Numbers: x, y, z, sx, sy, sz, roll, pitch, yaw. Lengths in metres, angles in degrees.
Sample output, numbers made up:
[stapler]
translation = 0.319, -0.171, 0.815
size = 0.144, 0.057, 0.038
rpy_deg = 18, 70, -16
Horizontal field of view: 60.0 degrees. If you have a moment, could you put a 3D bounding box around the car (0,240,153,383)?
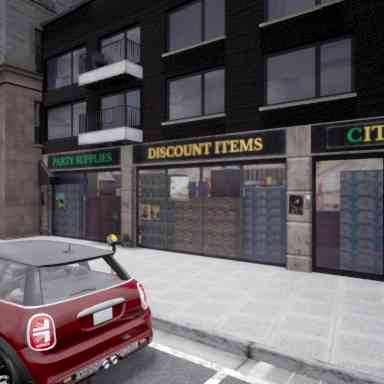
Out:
[car]
translation = -2.594, 1.440, 4.925
size = 4.097, 1.590, 1.967
rpy_deg = 0, 0, 35
